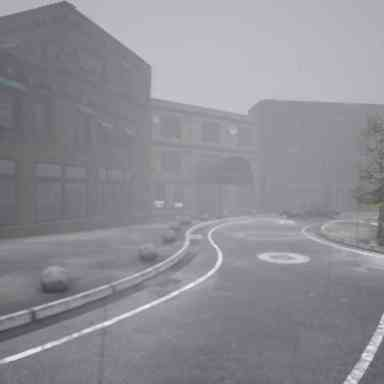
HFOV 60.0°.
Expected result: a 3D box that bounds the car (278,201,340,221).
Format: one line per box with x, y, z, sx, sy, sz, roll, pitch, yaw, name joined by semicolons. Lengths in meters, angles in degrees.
9.507;1.453;26.773;5.357;1.411;2.033;0;1;-28;car
